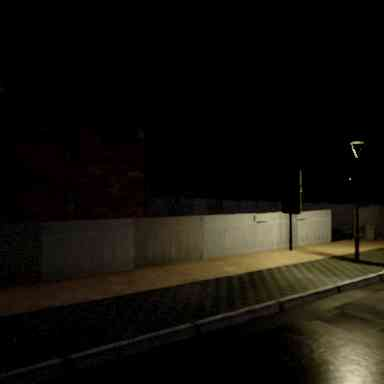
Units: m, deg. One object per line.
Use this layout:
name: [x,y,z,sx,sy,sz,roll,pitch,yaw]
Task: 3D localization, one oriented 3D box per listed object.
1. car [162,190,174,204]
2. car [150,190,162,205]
car: [-5.316,0.737,49.114,5.566,2.045,2.150,1,1,30]
car: [-6.982,0.870,46.323,4.553,1.767,2.097,1,1,30]
